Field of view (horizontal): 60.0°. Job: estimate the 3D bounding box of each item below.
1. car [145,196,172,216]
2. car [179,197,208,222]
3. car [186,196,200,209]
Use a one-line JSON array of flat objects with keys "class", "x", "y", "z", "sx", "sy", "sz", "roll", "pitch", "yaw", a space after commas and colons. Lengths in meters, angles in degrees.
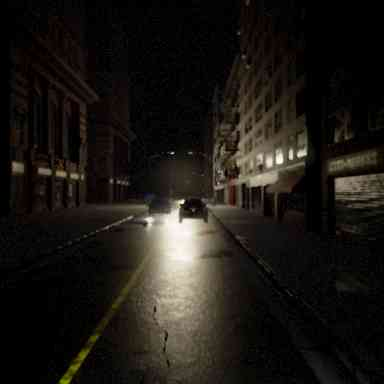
[{"class": "car", "x": -3.002, "y": 1.424, "z": 31.710, "sx": 1.882, "sy": 1.535, "sz": 5.008, "roll": 0, "pitch": 0, "yaw": 0}, {"class": "car", "x": 0.098, "y": 1.305, "z": 25.605, "sx": 2.097, "sy": 1.767, "sz": 4.553, "roll": 0, "pitch": 0, "yaw": 0}, {"class": "car", "x": 0.097, "y": 1.418, "z": 45.906, "sx": 1.882, "sy": 1.535, "sz": 5.008, "roll": 0, "pitch": 0, "yaw": 0}]
